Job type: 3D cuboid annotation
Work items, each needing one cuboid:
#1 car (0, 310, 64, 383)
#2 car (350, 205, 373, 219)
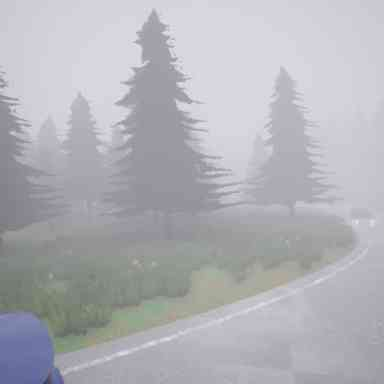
[{"bbox_3d":[-3.229,1.497,1.479,5.008,1.535,1.882,1,-1,-35],"label":"car"},{"bbox_3d":[19.748,2.313,38.841,1.882,1.535,5.008,-3,-3,18],"label":"car"}]
